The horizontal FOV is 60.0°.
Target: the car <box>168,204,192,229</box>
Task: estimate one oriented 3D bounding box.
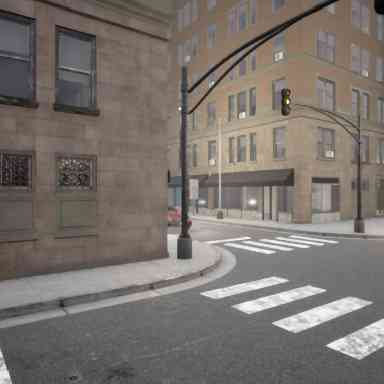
[{"bbox_3d":[-1.890,1.427,19.828,1.812,1.442,4.674,0,0,-36],"label":"car"}]
